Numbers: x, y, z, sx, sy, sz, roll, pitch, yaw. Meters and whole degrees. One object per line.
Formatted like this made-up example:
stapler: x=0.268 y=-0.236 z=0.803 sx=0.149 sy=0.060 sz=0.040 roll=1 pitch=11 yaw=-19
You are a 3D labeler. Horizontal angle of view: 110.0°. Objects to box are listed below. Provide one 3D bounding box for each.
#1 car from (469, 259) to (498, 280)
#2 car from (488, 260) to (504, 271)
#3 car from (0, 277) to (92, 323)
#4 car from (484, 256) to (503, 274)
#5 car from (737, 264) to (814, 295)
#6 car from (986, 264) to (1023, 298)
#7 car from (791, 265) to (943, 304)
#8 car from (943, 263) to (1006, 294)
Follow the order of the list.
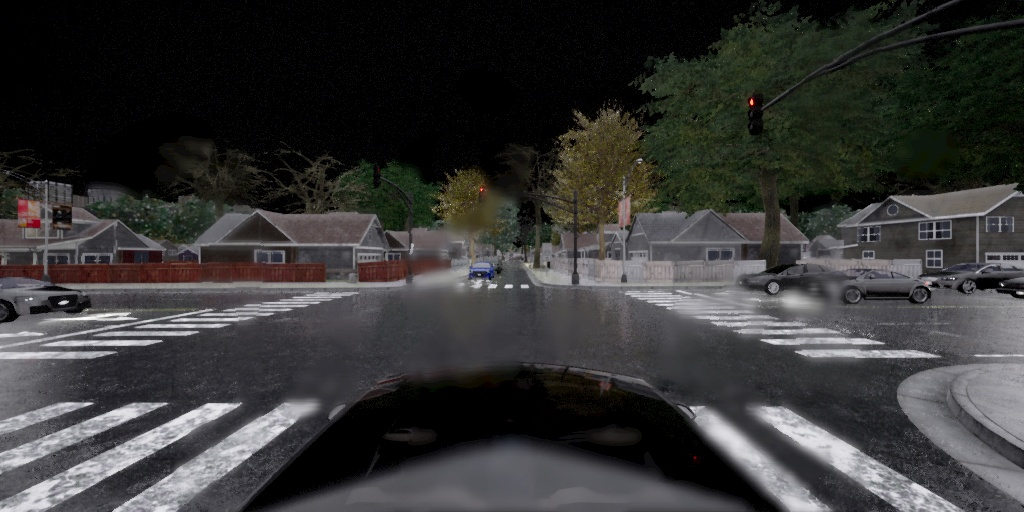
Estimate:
car: x=-2.592 y=1.241 z=31.429 sx=1.882 sy=1.535 sz=5.008 roll=0 pitch=0 yaw=1
car: x=-2.265 y=1.330 z=51.981 sx=2.033 sy=1.411 sz=5.357 roll=0 pitch=0 yaw=1
car: x=-17.120 y=1.407 z=12.145 sx=4.181 sy=1.385 sz=1.994 roll=0 pitch=0 yaw=1
car: x=-2.397 y=0.993 z=41.665 sx=2.150 sy=2.045 sz=5.566 roll=0 pitch=0 yaw=1
car: x=14.263 y=1.158 z=18.335 sx=4.892 sy=1.490 sz=1.837 roll=0 pitch=0 yaw=2
car: x=23.954 y=1.149 z=14.939 sx=5.357 sy=1.411 sz=2.033 roll=0 pitch=0 yaw=1
car: x=14.717 y=1.217 z=15.087 sx=4.181 sy=1.385 sz=1.994 roll=0 pitch=0 yaw=1
car: x=23.593 y=1.093 z=18.197 sx=4.902 sy=1.511 sz=2.128 roll=0 pitch=0 yaw=1
